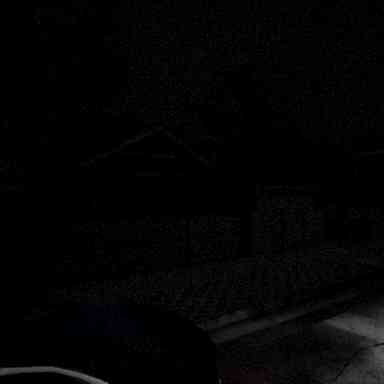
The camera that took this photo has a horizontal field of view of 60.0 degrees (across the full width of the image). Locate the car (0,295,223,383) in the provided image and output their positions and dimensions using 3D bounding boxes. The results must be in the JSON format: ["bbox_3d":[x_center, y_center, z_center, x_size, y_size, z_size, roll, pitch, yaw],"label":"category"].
[{"bbox_3d":[-1.988,1.492,1.631,4.902,1.511,2.128,0,0,-35],"label":"car"}]
